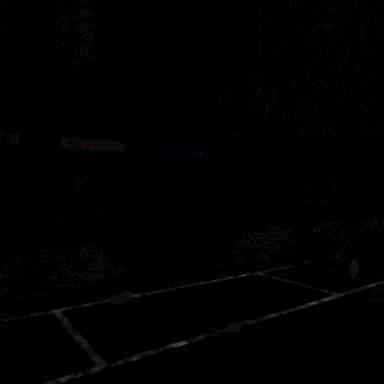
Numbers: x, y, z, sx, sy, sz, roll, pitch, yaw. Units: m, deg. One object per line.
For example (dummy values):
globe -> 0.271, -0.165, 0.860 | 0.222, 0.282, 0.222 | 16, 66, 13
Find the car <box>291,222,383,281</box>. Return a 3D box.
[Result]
car -> 4.894, 1.641, 10.137 | 4.507, 1.381, 1.887 | 1, -1, -35
